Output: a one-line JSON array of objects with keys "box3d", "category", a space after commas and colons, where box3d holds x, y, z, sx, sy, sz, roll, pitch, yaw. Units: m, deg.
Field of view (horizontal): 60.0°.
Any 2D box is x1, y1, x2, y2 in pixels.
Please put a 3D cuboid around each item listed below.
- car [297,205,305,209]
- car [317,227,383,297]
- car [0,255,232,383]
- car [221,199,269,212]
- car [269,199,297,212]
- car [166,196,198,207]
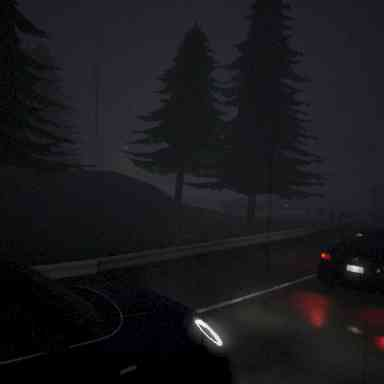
[{"box3d": [12.766, 1.500, 45.221, 4.892, 1.490, 1.837, 0, 0, 35], "category": "car"}, {"box3d": [4.878, 1.563, 8.219, 4.181, 1.385, 1.994, 0, 0, -42], "category": "car"}, {"box3d": [-1.819, 1.352, 2.744, 4.553, 1.767, 2.097, 0, 0, -36], "category": "car"}, {"box3d": [5.632, 1.475, 37.388, 5.008, 1.535, 1.882, 0, 0, 35], "category": "car"}, {"box3d": [9.424, 1.523, 39.024, 4.674, 1.442, 1.812, 0, 0, 35], "category": "car"}, {"box3d": [-1.345, 1.418, 55.030, 5.008, 1.535, 1.882, 0, 0, 35], "category": "car"}]
